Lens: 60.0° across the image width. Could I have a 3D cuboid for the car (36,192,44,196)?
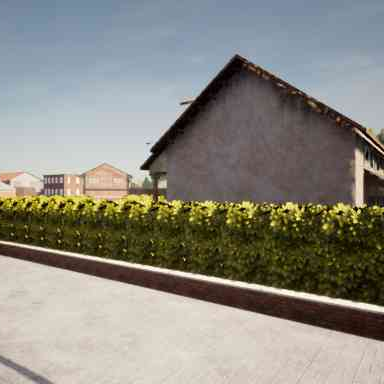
[{"bbox_3d":[-31.328,0.973,68.439,3.866,1.878,1.905,0,0,35],"label":"car"}]
